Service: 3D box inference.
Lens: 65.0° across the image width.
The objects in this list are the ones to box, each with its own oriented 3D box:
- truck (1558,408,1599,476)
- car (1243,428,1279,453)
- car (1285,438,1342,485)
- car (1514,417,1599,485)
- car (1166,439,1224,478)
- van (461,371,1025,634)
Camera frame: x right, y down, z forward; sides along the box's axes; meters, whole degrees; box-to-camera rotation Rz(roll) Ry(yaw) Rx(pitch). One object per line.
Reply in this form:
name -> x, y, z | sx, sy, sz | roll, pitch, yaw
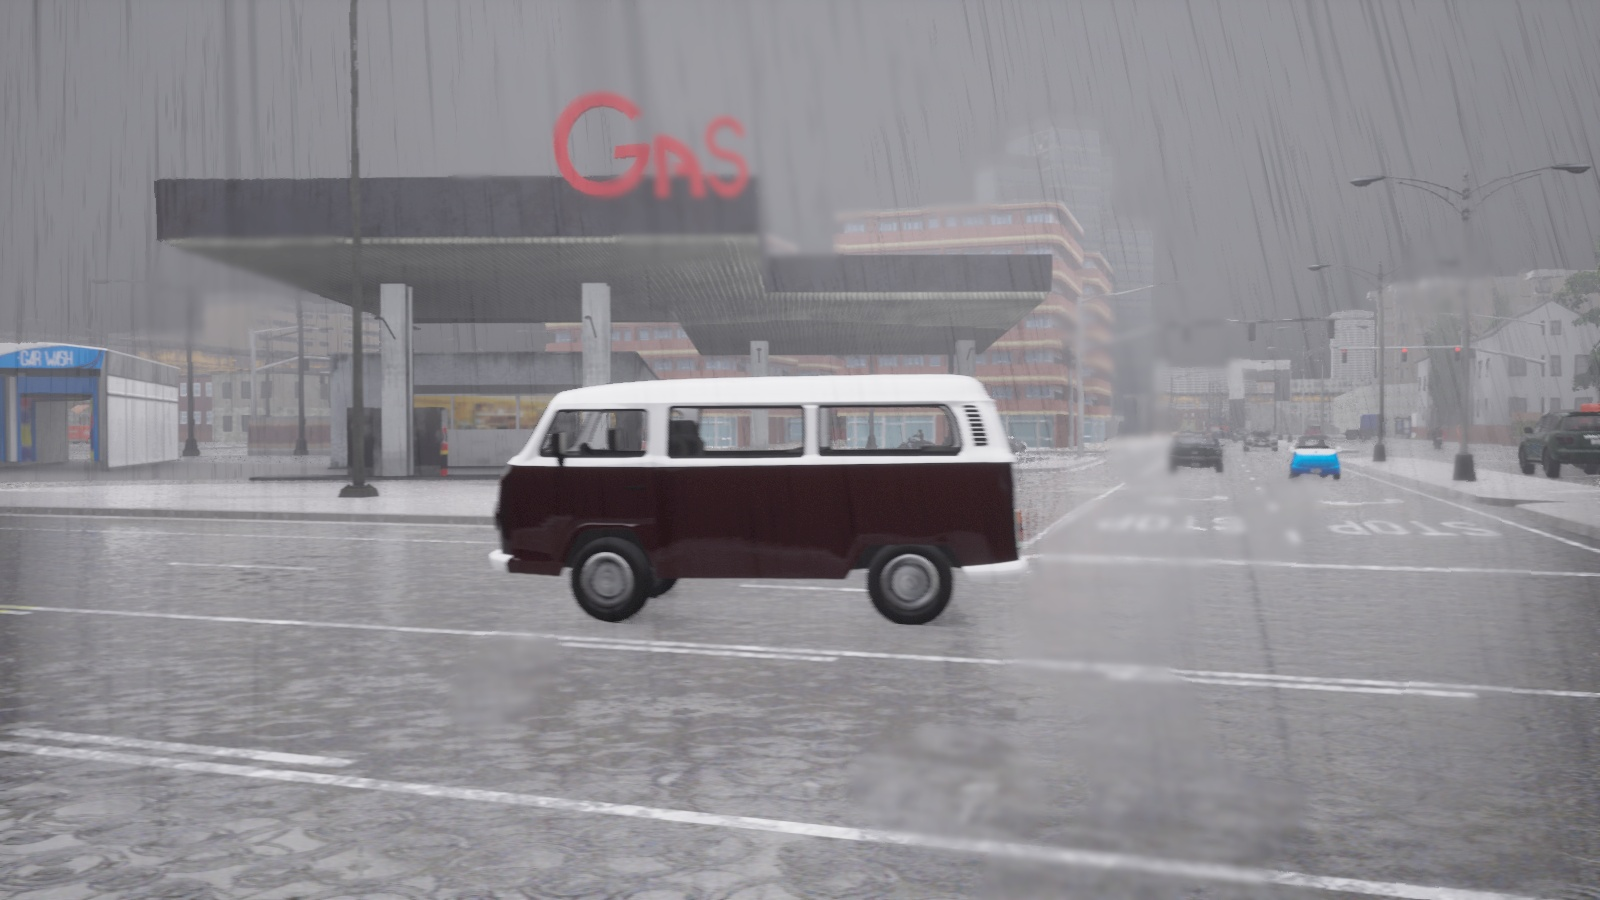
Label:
truck -> 30.813, -0.304, 47.429 | 2.627, 2.467, 5.204 | 1, 1, 18
car -> 31.729, -0.662, 86.574 | 2.152, 1.651, 5.027 | 1, 1, 19
car -> 15.729, 0.323, 38.549 | 1.481, 1.376, 2.207 | 1, 1, 18
car -> 24.744, -0.007, 40.289 | 2.150, 2.045, 5.566 | 1, 1, 18
car -> 14.230, 0.258, 45.122 | 1.895, 1.301, 4.718 | 1, 1, 18
van -> -0.404, 0.372, 10.960 | 4.480, 2.038, 2.069 | 0, 2, 5
